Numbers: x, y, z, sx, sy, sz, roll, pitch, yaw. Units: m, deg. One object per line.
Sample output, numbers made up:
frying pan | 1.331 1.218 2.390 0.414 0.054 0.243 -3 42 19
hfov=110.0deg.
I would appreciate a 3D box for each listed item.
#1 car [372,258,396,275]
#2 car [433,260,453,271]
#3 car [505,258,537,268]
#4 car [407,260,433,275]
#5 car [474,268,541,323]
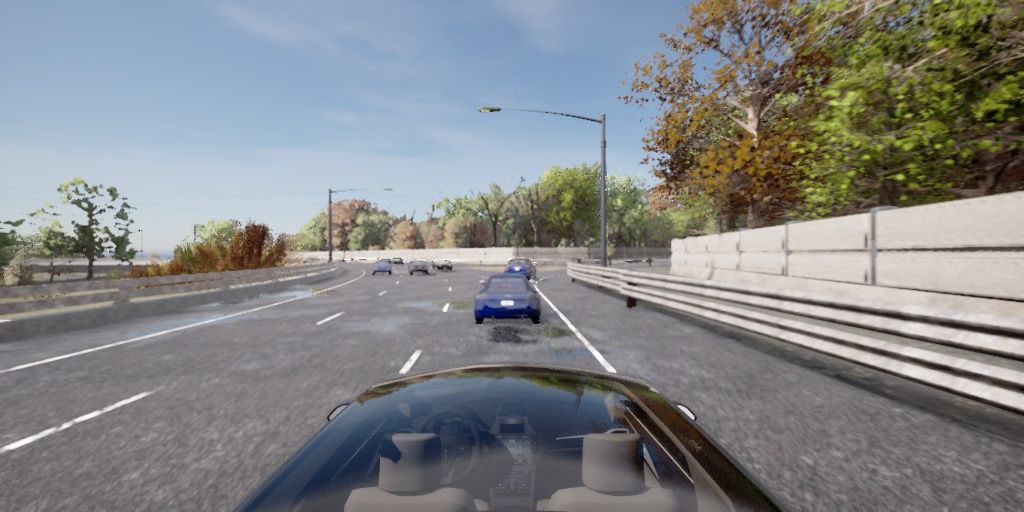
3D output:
car | -13.566 1.180 37.472 2.033 1.411 5.357 0 0 -20
car | -8.671 1.182 43.958 1.895 1.301 4.718 0 0 -22
car | 0.756 0.972 28.280 2.097 1.767 4.553 0 0 10
car | -9.950 1.164 37.780 2.033 1.411 5.357 0 0 -20
car | -0.155 1.265 11.961 1.994 1.385 4.181 0 0 -1
